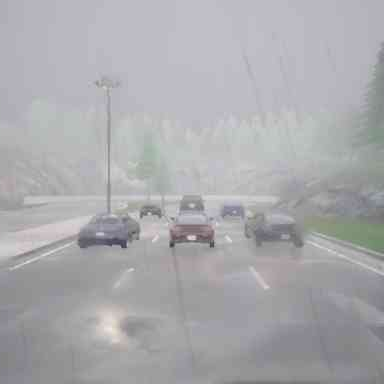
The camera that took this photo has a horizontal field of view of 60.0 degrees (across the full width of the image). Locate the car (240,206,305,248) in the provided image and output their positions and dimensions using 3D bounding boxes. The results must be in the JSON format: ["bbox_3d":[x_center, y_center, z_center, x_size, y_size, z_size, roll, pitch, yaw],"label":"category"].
[{"bbox_3d":[3.500,1.530,14.650,1.812,1.442,4.674,0,0,0],"label":"car"}]

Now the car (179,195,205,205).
[{"bbox_3d":[0.000,1.255,29.680,2.150,2.045,5.566,0,0,0],"label":"car"}]

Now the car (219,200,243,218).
[{"bbox_3d":[3.500,1.482,29.650,1.882,1.535,5.008,0,0,0],"label":"car"}]

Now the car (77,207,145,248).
[{"bbox_3d":[-3.500,1.569,14.650,1.994,1.385,4.181,0,0,0],"label":"car"}]

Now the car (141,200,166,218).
[{"bbox_3d":[-3.500,1.514,29.650,1.837,1.490,4.892,0,0,0],"label":"car"}]

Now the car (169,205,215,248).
[{"bbox_3d":[0.000,1.530,14.650,1.812,1.442,4.674,0,0,0],"label":"car"}]
